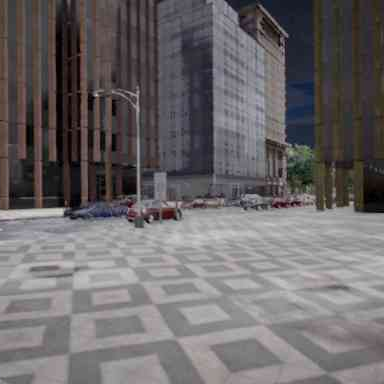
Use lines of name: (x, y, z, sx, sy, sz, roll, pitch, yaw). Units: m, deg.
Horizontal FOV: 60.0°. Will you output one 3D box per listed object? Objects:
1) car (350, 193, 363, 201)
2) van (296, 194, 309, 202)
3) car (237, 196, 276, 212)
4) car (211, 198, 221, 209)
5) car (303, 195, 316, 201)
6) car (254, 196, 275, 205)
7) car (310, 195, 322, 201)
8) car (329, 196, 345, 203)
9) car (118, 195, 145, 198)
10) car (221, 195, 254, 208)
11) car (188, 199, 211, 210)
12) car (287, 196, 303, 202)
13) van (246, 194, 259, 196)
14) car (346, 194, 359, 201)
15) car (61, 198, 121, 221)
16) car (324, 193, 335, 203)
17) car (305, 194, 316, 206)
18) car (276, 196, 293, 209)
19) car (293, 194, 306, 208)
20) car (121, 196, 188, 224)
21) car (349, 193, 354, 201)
car: (41.881, 1.216, 84.551, 2.192, 1.841, 5.009, -1, -1, 36)
van: (25.451, 1.317, 76.254, 1.690, 1.788, 3.998, -1, -1, 36)
car: (7.049, 1.375, 35.925, 2.008, 1.369, 4.403, -1, -1, 36)
car: (3.187, 1.454, 45.173, 1.752, 1.417, 4.829, -1, -1, 36)
car: (28.521, 1.509, 80.535, 1.752, 1.417, 4.829, -1, -1, 36)
car: (12.786, 1.498, 58.571, 2.008, 1.369, 4.403, -1, -1, 36)
car: (31.787, 1.558, 85.093, 1.947, 1.339, 4.313, -1, -1, 36)
car: (29.216, 1.419, 66.867, 2.008, 1.369, 4.403, -1, -1, 36)
car: (-6.217, 1.228, 32.052, 2.192, 1.841, 5.009, -1, -1, 36)
car: (6.195, 1.424, 44.738, 1.812, 1.442, 4.674, -1, -1, 36)
car: (0.119, 1.506, 40.890, 1.802, 1.307, 4.206, -1, -1, 36)
car: (22.286, 1.534, 71.832, 1.947, 1.339, 4.313, -1, -1, 36)
van: (9.617, 1.282, 54.153, 1.690, 1.788, 3.998, -1, -1, 36)
car: (38.715, 1.332, 80.129, 1.967, 1.590, 4.097, -1, -1, 36)
car: (-7.336, 1.425, 25.912, 2.033, 1.411, 5.357, -1, -1, 36)
car: (22.981, 1.380, 58.165, 1.752, 1.417, 4.829, -1, -1, 36)
car: (16.648, 1.367, 49.325, 1.752, 1.417, 4.829, -1, -1, 36)
car: (10.216, 1.374, 40.346, 1.887, 1.381, 4.507, -1, -1, 36)
car: (13.382, 1.380, 44.766, 1.887, 1.381, 4.507, -1, -1, 36)
car: (-2.453, 1.249, 22.666, 1.967, 1.590, 4.097, -1, -1, 36)
car: (35.550, 1.429, 75.708, 1.887, 1.381, 4.507, -1, -1, 36)
